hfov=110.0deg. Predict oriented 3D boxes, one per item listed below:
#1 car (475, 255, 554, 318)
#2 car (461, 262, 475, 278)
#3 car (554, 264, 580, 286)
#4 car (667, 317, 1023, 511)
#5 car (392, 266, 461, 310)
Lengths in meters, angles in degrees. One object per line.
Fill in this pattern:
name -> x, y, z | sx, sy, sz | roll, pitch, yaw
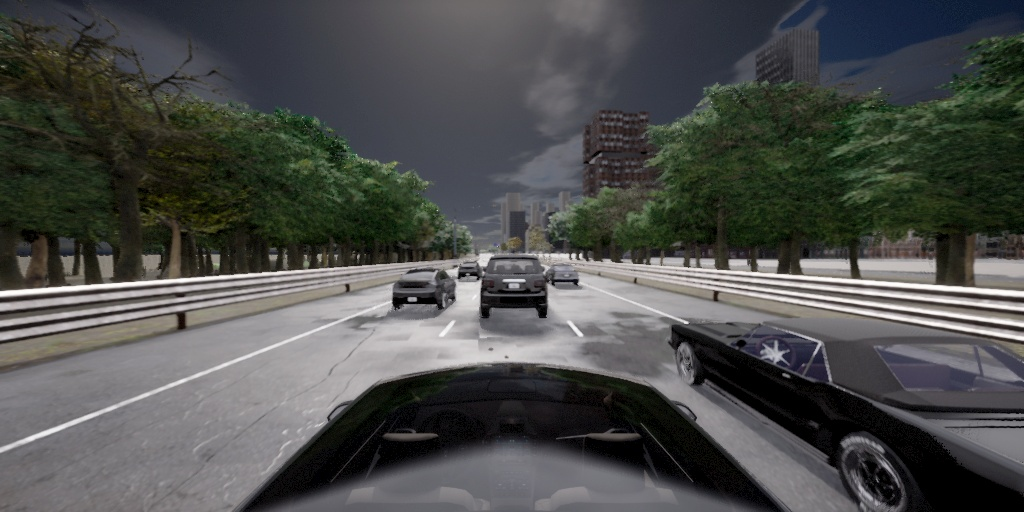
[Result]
car -> 0.068, 0.971, 13.203 | 2.150, 2.045, 5.566 | 0, 0, 0
car -> -3.631, 1.256, 31.588 | 1.837, 1.490, 4.892 | 0, 0, -1
car -> 3.452, 1.297, 25.354 | 2.033, 1.411, 5.357 | 0, 0, -1
car -> 3.592, 1.351, 4.039 | 1.895, 1.301, 4.718 | 0, 0, 0
car -> -3.454, 1.254, 14.793 | 1.837, 1.490, 4.892 | 0, 0, 0
